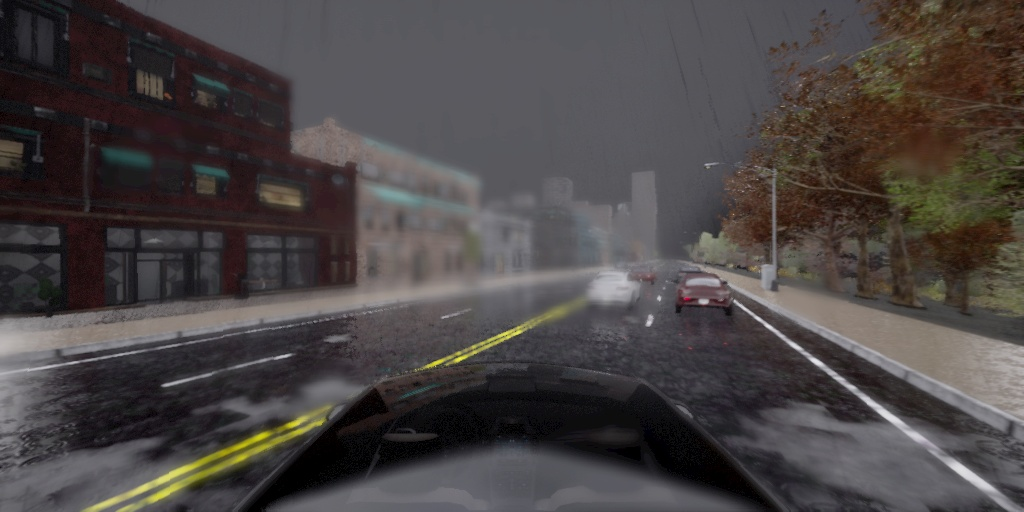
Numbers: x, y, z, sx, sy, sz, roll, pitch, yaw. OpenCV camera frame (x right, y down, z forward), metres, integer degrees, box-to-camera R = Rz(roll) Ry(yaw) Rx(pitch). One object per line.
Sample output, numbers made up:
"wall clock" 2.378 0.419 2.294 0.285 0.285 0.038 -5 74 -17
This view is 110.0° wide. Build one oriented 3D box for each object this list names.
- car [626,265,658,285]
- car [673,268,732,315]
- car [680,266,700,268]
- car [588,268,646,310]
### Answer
"car" 10.628 1.625 28.761 1.895 1.301 4.718 0 -1 25
"car" 7.558 1.402 14.382 1.812 1.442 4.674 0 0 25
"car" 13.690 1.503 27.632 2.128 1.511 4.902 0 -1 25
"car" 4.605 1.418 15.739 1.812 1.442 4.674 0 0 25
